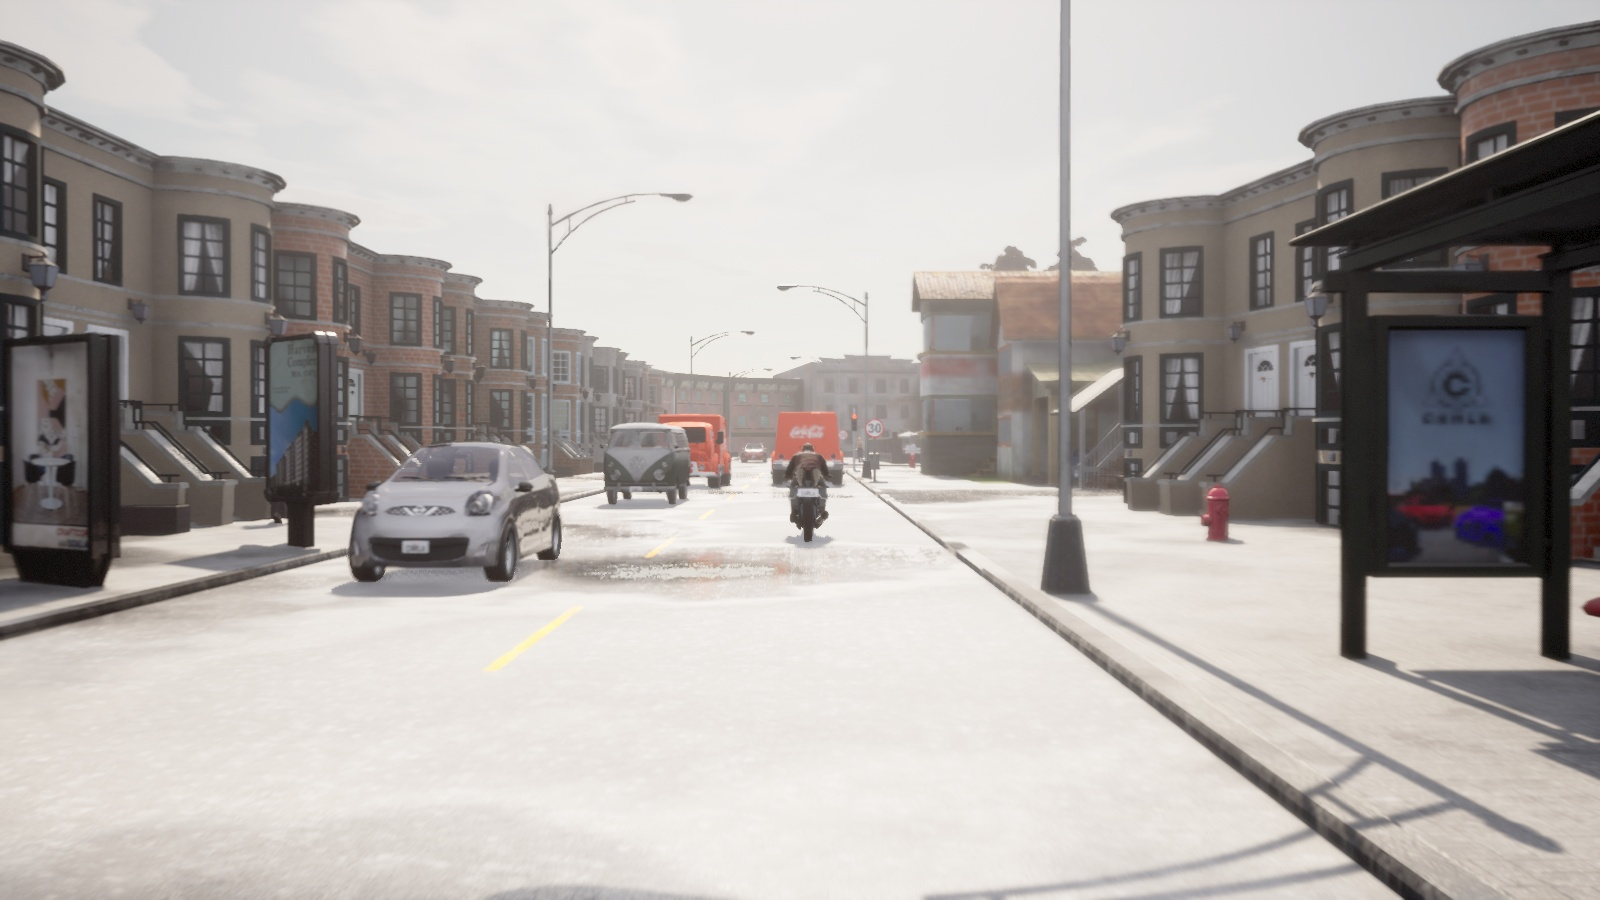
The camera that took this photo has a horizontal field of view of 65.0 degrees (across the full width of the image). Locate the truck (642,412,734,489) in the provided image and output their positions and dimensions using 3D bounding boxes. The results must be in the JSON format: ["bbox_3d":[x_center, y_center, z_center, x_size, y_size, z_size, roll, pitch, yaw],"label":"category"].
[{"bbox_3d":[-3.738,0.014,42.985,2.627,2.467,5.204,0,0,0],"label":"truck"}]

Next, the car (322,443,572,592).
[{"bbox_3d":[-3.901,0.675,14.512,1.845,1.501,3.633,0,0,0],"label":"car"}]

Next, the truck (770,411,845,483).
[{"bbox_3d":[0.282,-0.037,46.283,2.627,2.467,5.204,0,-2,0],"label":"truck"}]

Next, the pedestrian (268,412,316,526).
[{"bbox_3d":[-8.897,0.325,22.028,0.423,1.949,0.788,0,0,10],"label":"pedestrian"}]

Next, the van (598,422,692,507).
[{"bbox_3d":[-3.804,0.318,31.485,1.775,1.987,4.442,0,0,0],"label":"van"}]

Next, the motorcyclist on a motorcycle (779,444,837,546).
[{"bbox_3d":[0.130,0.669,19.993,0.866,1.530,2.191,0,0,0],"label":"motorcyclist on a motorcycle"}]

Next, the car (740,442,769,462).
[{"bbox_3d":[-3.453,0.148,96.110,2.007,1.525,4.514,0,0,1],"label":"car"}]
